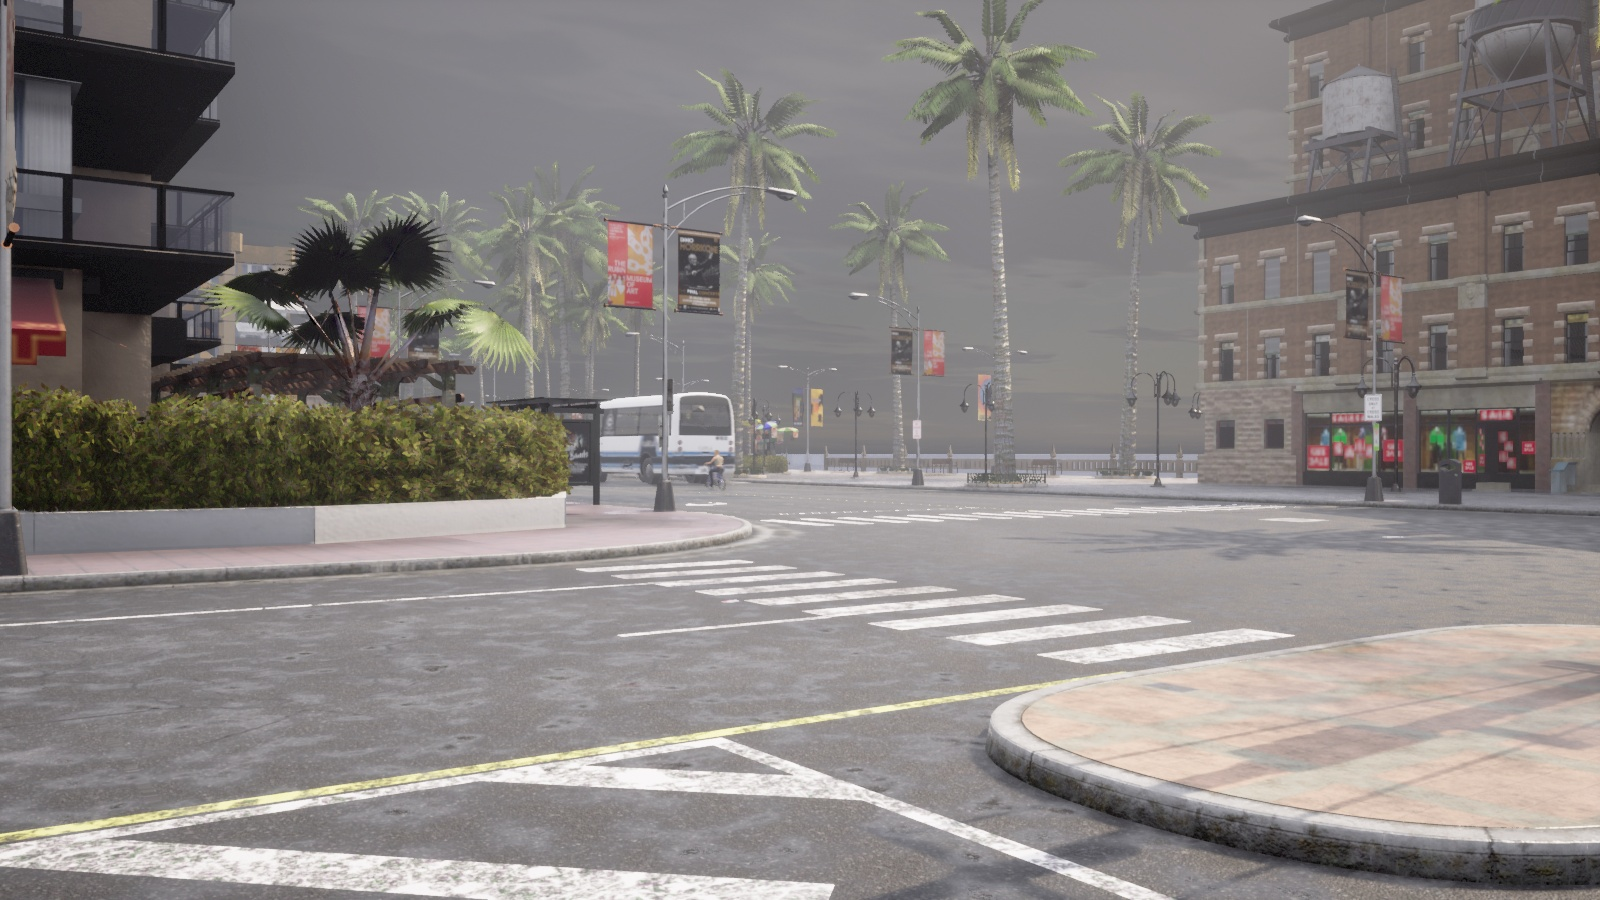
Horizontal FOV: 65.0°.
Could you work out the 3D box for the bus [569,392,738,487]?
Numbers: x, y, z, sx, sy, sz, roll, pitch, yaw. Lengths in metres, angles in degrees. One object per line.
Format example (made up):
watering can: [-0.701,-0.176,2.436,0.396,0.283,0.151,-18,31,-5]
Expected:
bus: [-7.413,-0.465,61.855,3.944,4.253,10.273,0,0,-34]

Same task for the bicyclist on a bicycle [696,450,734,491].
bicyclist on a bicycle: [-3.387,0.810,49.758,0.866,1.612,1.509,0,0,-34]
